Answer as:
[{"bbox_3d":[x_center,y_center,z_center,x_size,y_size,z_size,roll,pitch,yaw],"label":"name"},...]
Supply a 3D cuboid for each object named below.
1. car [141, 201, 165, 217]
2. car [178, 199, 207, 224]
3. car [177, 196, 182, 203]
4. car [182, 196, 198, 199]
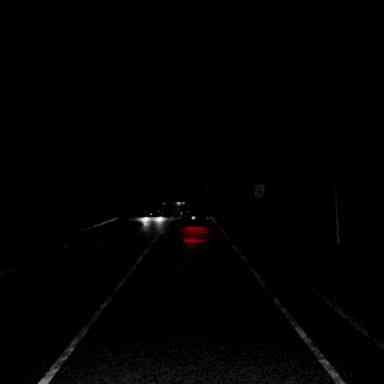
[{"bbox_3d":[-3.593,1.582,31.909,2.033,1.411,5.357,0,0,0],"label":"car"},{"bbox_3d":[0.106,1.533,25.304,1.837,1.490,4.892,0,0,0],"label":"car"},{"bbox_3d":[-2.133,1.598,73.498,1.812,1.442,4.674,-1,0,8],"label":"car"},{"bbox_3d":[0.110,1.398,41.628,2.097,1.767,4.553,0,0,0],"label":"car"}]
